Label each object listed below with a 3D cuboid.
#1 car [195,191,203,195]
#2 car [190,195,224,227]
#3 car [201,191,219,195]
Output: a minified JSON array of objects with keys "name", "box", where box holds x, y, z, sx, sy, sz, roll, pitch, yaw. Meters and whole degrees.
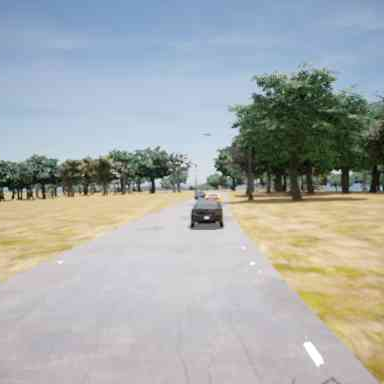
[{"name":"car","box":[1.467,0.611,58.980,1.837,1.490,4.892,-1,1,6]},{"name":"car","box":[0.957,1.196,20.671,1.882,1.535,5.008,-1,1,4]},{"name":"car","box":[2.495,0.878,38.746,1.882,1.535,5.008,-1,1,6]}]
